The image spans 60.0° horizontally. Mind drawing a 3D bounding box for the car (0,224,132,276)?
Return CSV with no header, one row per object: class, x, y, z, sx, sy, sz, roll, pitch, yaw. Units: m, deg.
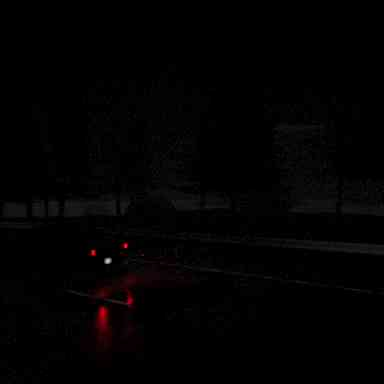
car,-4.312,1.668,10.473,4.718,1.301,1.895,-1,0,29
